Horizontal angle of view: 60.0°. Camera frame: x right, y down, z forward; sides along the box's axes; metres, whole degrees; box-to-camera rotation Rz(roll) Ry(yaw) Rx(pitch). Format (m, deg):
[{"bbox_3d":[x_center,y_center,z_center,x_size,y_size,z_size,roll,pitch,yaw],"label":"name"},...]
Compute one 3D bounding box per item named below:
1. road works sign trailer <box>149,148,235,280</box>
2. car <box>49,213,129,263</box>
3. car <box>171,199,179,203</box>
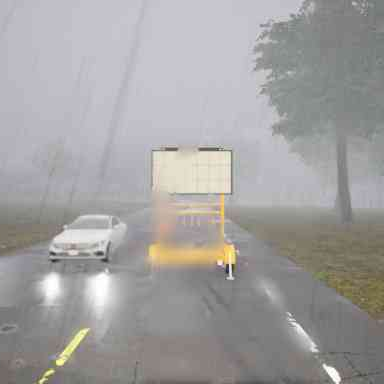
[{"bbox_3d":[-0.003,0.479,10.004,2.380,3.560,2.880,0,0,0],"label":"road works sign trailer"},{"bbox_3d":[-3.517,1.546,12.157,1.812,1.442,4.674,0,0,0],"label":"car"},{"bbox_3d":[-4.463,2.465,89.922,1.994,1.385,4.181,0,-1,-1],"label":"car"}]
